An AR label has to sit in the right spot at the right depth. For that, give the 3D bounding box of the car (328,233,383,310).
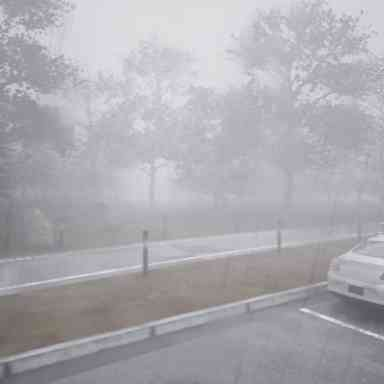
[{"bbox_3d":[4.842,1.566,7.021,4.674,1.452,2.002,0,-1,-31],"label":"car"}]
